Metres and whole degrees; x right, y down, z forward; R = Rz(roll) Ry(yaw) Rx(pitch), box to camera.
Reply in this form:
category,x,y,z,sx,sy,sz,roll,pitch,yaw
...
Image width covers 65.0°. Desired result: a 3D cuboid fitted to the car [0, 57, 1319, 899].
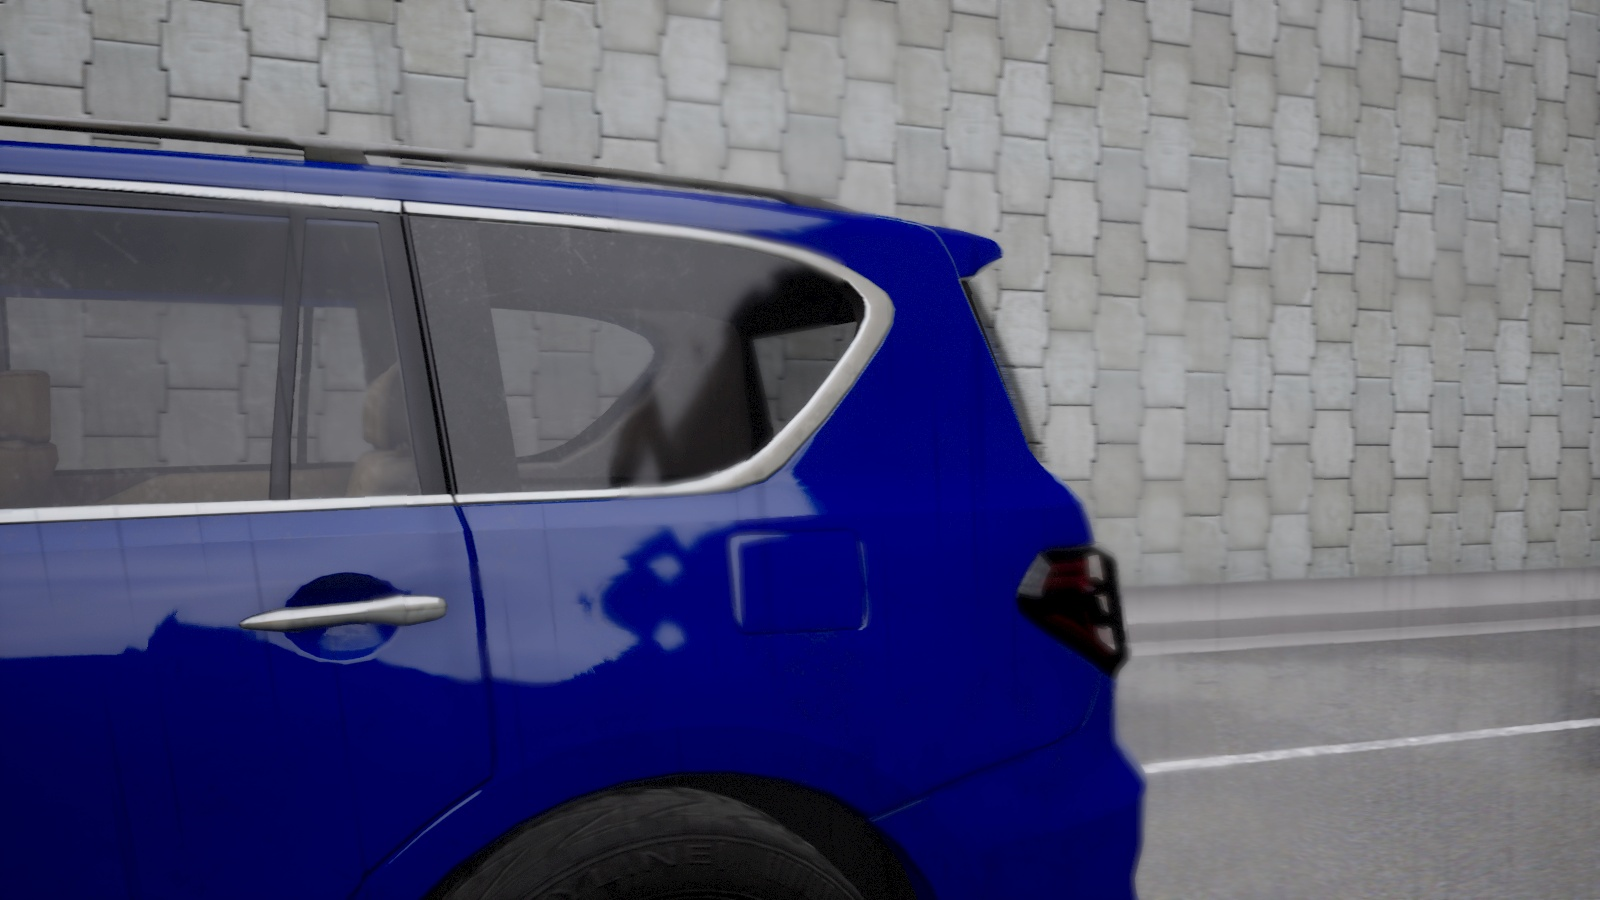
category,x,y,z,sx,sy,sz,roll,pitch,yaw
car,-1.967,0.498,2.485,5.566,2.045,2.150,-1,1,-21
